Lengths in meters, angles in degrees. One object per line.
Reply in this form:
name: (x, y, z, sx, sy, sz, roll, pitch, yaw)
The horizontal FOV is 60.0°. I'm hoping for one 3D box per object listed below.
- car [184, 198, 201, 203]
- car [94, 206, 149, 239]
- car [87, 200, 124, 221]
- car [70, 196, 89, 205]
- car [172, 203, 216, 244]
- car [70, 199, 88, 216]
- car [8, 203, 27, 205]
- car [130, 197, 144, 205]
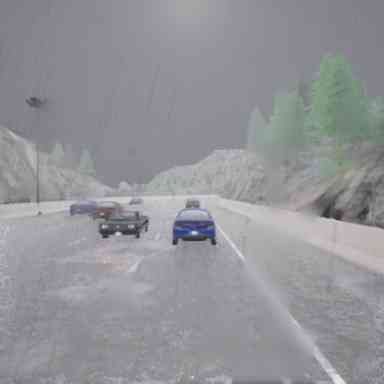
car: (0.088, 1.594, 44.430, 1.837, 1.490, 4.892, 0, 0, 0)
car: (-3.406, 1.636, 17.585, 1.895, 1.301, 4.718, 0, 0, 0)
car: (-6.908, 1.532, 27.985, 1.882, 1.535, 5.008, 0, 0, 0)
car: (-20.931, 1.578, 62.098, 1.837, 1.490, 4.892, 0, 0, 1)
car: (0.096, 1.509, 15.956, 1.882, 1.535, 5.008, 0, 0, 0)
car: (-10.409, 1.542, 32.854, 1.882, 1.535, 5.008, 0, 0, 0)
car: (-31.483, 1.304, 60.410, 2.150, 2.045, 5.566, 0, 0, 1)
car: (-10.266, 1.685, 62.101, 1.994, 1.385, 4.181, 0, 0, 2)
